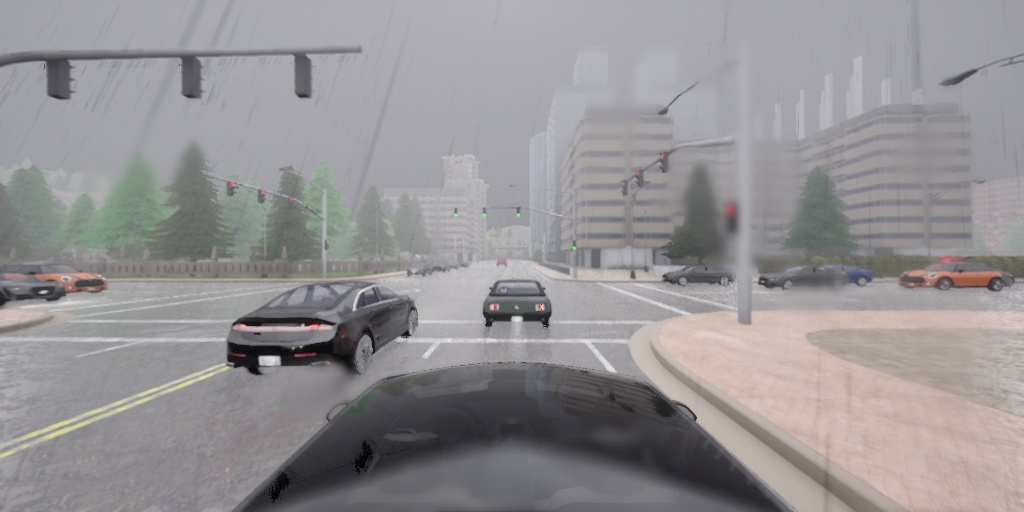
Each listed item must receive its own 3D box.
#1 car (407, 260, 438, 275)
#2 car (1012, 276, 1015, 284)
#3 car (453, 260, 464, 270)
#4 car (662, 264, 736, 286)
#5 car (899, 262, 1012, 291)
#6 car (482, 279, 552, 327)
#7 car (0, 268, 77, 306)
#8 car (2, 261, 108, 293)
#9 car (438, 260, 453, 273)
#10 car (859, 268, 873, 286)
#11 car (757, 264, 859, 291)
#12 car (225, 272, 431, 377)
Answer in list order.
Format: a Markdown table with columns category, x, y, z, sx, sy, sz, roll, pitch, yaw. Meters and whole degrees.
| category | x | y | z | sx | sy | sz | roll | pitch | yaw |
| --- | --- | --- | --- | --- | --- | --- | --- | --- | --- |
| car | -9.796 | 1.386 | 38.437 | 2.128 | 1.511 | 4.902 | 0 | 0 | 1 |
| car | 32.632 | 1.420 | 25.497 | 4.181 | 1.385 | 1.994 | 0 | 0 | 0 |
| car | -9.528 | 1.479 | 58.313 | 1.837 | 1.490 | 4.892 | 0 | 0 | 1 |
| car | 13.320 | 1.356 | 25.708 | 4.892 | 1.490 | 1.837 | 0 | 0 | 1 |
| car | 26.858 | 1.192 | 22.061 | 4.553 | 1.767 | 2.097 | 0 | 0 | 1 |
| car | 0.178 | 1.391 | 11.698 | 1.895 | 1.301 | 4.718 | 0 | 0 | 1 |
| car | -22.057 | 1.362 | 15.392 | 4.181 | 1.385 | 1.994 | 0 | 0 | 1 |
| car | -24.388 | 1.164 | 18.921 | 4.553 | 1.767 | 2.097 | 0 | 0 | 1 |
| car | -9.676 | 1.286 | 48.170 | 2.097 | 1.767 | 4.553 | 0 | 0 | 1 |
| car | 22.672 | 1.331 | 25.608 | 5.008 | 1.535 | 1.882 | 0 | 0 | 0 |
| car | 17.921 | 1.343 | 22.159 | 4.892 | 1.490 | 1.837 | 0 | 0 | 1 |
| car | -3.380 | 1.264 | 7.442 | 2.128 | 1.511 | 4.902 | 0 | 0 | 0 |
